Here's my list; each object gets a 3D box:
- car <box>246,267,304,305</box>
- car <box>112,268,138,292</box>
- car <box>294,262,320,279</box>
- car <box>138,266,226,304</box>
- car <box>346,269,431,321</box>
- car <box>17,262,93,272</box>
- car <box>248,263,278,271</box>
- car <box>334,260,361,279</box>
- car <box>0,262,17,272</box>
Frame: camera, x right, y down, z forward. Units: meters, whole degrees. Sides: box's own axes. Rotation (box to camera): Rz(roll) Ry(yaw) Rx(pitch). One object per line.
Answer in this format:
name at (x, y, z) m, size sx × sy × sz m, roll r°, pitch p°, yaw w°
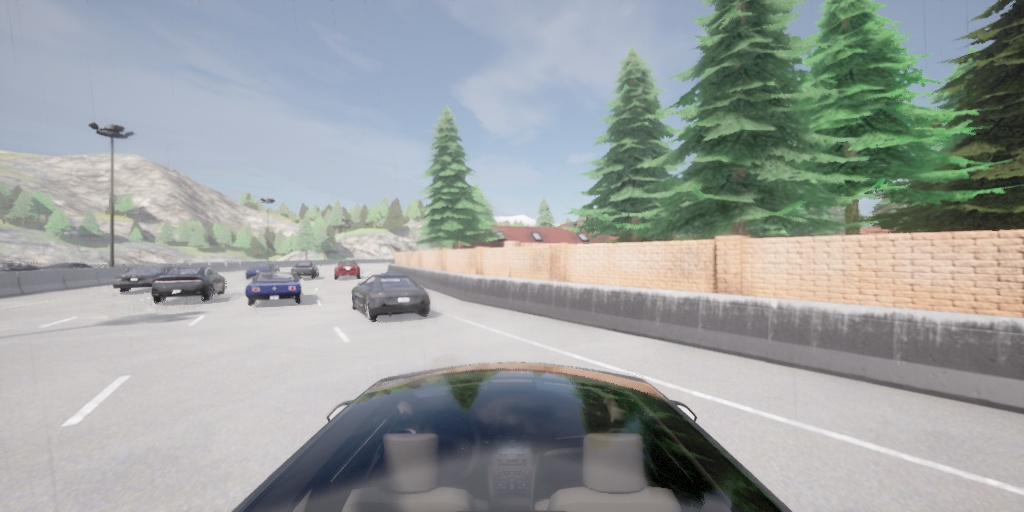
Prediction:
car at (-10.626, 1.365, 16.259) m, size 1.895 × 1.301 × 4.718 m, roll 0°, pitch 0°, yaw -30°
car at (-21.324, 1.314, 21.409) m, size 2.033 × 1.411 × 5.357 m, roll 0°, pitch 0°, yaw -26°
car at (-18.857, 1.275, 32.857) m, size 2.128 × 1.511 × 4.902 m, roll 0°, pitch 0°, yaw -23°
car at (-14.935, 1.255, 16.800) m, size 2.128 × 1.511 × 4.902 m, roll 0°, pitch 0°, yaw -29°
car at (-4.431, 1.327, 12.789) m, size 1.994 × 1.385 × 4.181 m, roll 0°, pitch 0°, yaw -33°
car at (-36.391, 1.275, 29.093) m, size 1.837 × 1.490 × 4.892 m, roll 0°, pitch 0°, yaw -21°
car at (-22.573, 1.345, 32.711) m, size 1.994 × 1.385 × 4.181 m, roll 0°, pitch 0°, yaw -22°
car at (-15.086, 1.135, 32.974) m, size 2.097 × 1.767 × 4.553 m, roll 0°, pitch 0°, yaw -24°
car at (-39.763, 1.259, 28.124) m, size 2.128 × 1.511 × 4.902 m, roll 0°, pitch 0°, yaw -21°
